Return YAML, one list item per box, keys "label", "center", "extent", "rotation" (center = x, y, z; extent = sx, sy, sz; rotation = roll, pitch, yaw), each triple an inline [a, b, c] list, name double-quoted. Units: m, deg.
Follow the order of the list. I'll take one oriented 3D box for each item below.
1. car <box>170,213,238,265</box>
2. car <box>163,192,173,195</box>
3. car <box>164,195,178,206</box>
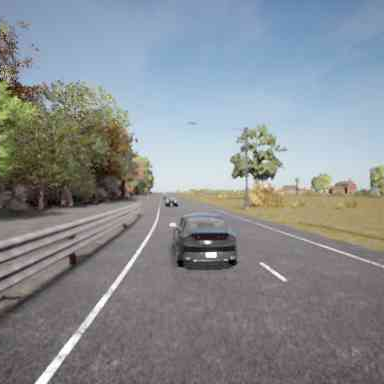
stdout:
- label: "car"
  center: [0.317, 1.496, 11.639]
  extent: [1.837, 1.490, 4.892]
  rotation: [0, 0, -5]
- label: "car"
  center: [-6.634, 1.405, 89.729]
  extent: [2.033, 1.411, 5.357]
  rotation: [0, 0, -5]
- label: "car"
  center: [-3.226, 1.538, 51.463]
  extent: [1.895, 1.301, 4.718]
  rotation: [0, 0, -5]
